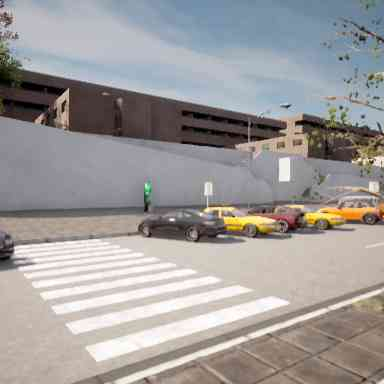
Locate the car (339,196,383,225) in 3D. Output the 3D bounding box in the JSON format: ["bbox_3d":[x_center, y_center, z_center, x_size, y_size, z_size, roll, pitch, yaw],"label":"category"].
[{"bbox_3d":[11.628,1.417,24.876,4.553,1.767,2.185,-1,-1,34],"label":"car"}]

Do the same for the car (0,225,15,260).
[{"bbox_3d":[-7.832,1.476,11.060,4.892,1.521,2.231,-1,-1,34],"label":"car"}]

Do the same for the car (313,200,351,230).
[{"bbox_3d":[6.899,1.517,21.328,5.366,1.575,1.946,-1,-1,35],"label":"car"}]

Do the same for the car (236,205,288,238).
[{"bbox_3d":[2.039,1.492,17.867,5.366,1.575,1.946,-1,-1,35],"label":"car"}]

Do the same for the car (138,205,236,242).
[{"bbox_3d":[-0.542,1.528,16.236,4.674,1.452,2.002,-1,-1,35],"label":"car"}]

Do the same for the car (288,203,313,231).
[{"bbox_3d":[4.289,1.540,19.714,4.792,1.488,2.163,-1,-1,35],"label":"car"}]
